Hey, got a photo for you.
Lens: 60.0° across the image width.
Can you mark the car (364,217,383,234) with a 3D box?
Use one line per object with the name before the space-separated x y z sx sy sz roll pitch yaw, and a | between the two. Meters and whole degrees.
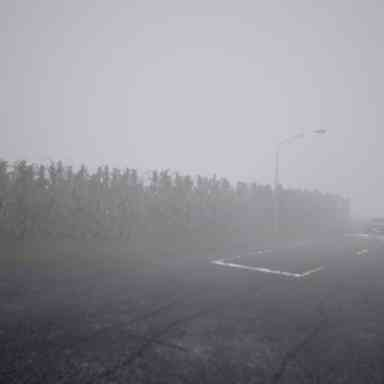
car | 17.206 3.057 30.439 1.837 1.490 4.892 0 -3 39
